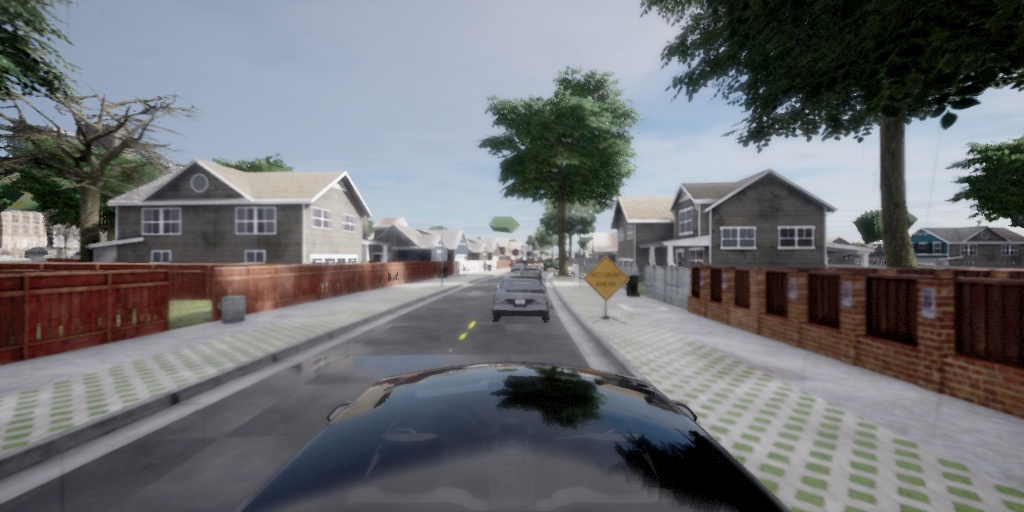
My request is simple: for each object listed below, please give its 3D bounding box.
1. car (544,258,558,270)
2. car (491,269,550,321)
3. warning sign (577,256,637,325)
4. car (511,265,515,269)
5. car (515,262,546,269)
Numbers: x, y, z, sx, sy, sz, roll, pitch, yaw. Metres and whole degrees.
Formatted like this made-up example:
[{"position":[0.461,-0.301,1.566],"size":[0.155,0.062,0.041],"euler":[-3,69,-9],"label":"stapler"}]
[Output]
[{"position":[6.361,1.401,59.671],"size":[2.150,2.045,5.566],"euler":[-5,-1,10],"label":"car"},{"position":[0.349,1.379,12.797],"size":[2.033,1.411,5.357],"euler":[0,0,3],"label":"car"},{"position":[2.673,0.930,10.249],"size":[1.300,1.860,1.060],"euler":[0,0,2],"label":"warning sign"},{"position":[1.019,1.698,50.216],"size":[2.033,1.411,5.357],"euler":[0,-1,9],"label":"car"},{"position":[1.744,1.483,32.464],"size":[2.128,1.511,4.902],"euler":[0,0,6],"label":"car"}]
